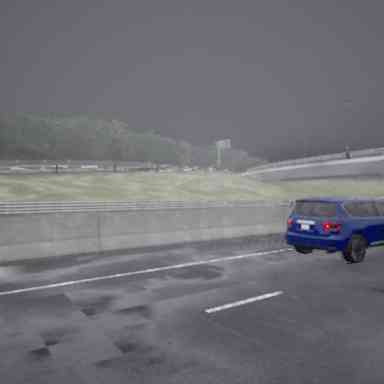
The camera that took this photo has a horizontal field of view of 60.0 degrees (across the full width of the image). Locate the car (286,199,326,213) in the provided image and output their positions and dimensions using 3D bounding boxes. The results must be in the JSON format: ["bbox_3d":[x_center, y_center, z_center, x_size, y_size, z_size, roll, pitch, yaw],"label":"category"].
[{"bbox_3d":[13.077,1.523,37.946,4.674,1.442,1.812,0,0,-33],"label":"car"}]

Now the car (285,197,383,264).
[{"bbox_3d":[5.784,1.193,11.968,5.566,2.045,2.150,0,0,-34],"label":"car"}]

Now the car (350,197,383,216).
[{"bbox_3d":[17.795,1.359,32.666,4.553,1.767,2.097,0,0,-33],"label":"car"}]

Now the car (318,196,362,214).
[{"bbox_3d":[15.843,1.356,35.569,4.553,1.767,2.097,0,0,-33],"label":"car"}]
